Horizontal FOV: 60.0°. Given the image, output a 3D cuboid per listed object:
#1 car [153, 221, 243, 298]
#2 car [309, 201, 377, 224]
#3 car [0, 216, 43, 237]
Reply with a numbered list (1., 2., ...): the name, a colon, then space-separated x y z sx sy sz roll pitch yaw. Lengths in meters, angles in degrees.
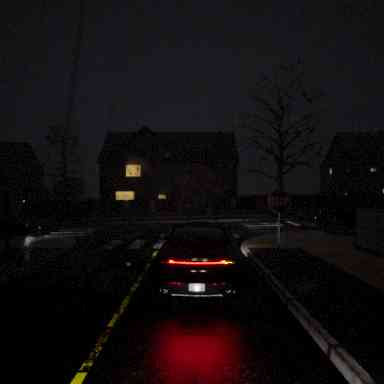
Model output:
1. car: 0.187 1.504 8.520 1.837 1.490 4.892 0 0 2
2. car: 10.210 1.294 21.646 4.718 1.301 1.895 -1 1 -1
3. car: -10.851 1.760 18.693 4.674 1.442 1.812 -1 1 3
